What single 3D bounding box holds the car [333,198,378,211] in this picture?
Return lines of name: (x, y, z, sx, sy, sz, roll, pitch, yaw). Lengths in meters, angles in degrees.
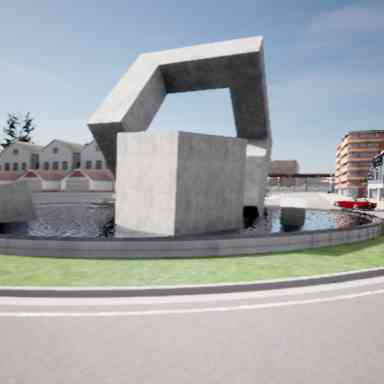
car: (17.711, 1.299, 36.363, 1.895, 1.301, 4.718, 0, 1, -15)
